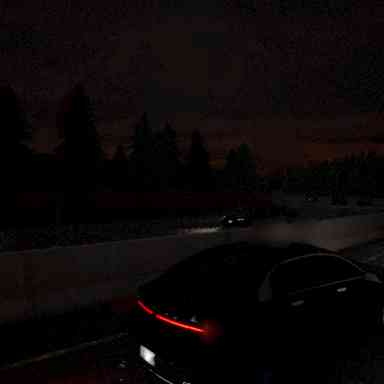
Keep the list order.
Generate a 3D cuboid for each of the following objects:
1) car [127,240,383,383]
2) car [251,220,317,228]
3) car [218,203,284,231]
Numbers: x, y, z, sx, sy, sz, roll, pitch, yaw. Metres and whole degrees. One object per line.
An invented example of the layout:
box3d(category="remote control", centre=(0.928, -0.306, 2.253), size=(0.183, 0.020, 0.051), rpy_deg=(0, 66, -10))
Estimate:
box3d(category="car", centre=(1.424, 1.516, 5.096), size=(4.892, 1.490, 1.837), rpy_deg=(0, 0, -38))
box3d(category="car", centre=(5.156, 1.602, 18.024), size=(1.994, 1.385, 4.181), rpy_deg=(0, 0, 45))
box3d(category="car", centre=(3.987, 1.554, 21.795), size=(1.837, 1.490, 4.892), rpy_deg=(0, 0, 43))
